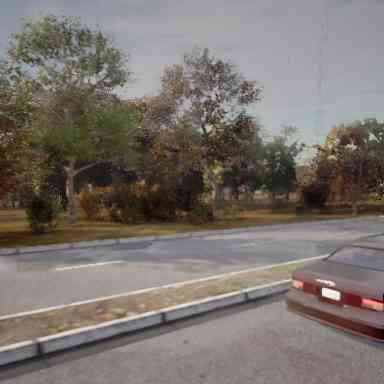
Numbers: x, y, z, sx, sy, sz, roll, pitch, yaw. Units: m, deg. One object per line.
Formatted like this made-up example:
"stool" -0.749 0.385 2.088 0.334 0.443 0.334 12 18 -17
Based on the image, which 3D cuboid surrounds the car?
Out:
"car" 4.084 1.543 6.347 5.357 1.411 2.033 0 0 -35
